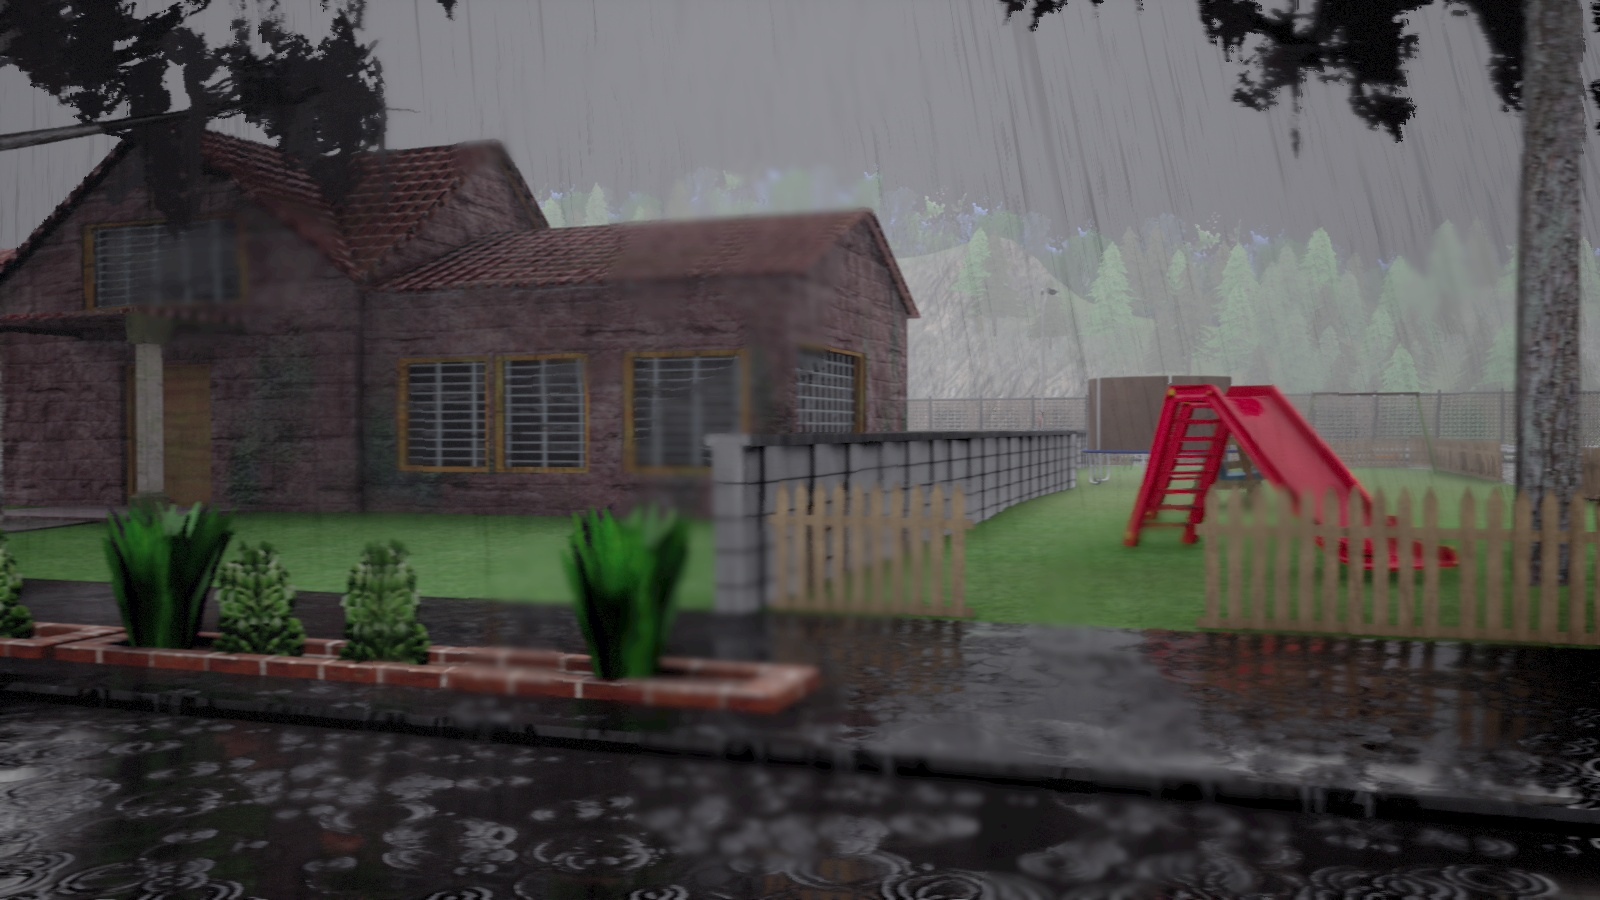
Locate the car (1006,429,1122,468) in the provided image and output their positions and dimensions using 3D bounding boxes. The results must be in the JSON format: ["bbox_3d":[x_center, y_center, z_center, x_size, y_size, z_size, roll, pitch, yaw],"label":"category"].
[{"bbox_3d":[11.815,-0.099,56.173,4.856,1.649,2.033,1,1,19],"label":"car"}]
